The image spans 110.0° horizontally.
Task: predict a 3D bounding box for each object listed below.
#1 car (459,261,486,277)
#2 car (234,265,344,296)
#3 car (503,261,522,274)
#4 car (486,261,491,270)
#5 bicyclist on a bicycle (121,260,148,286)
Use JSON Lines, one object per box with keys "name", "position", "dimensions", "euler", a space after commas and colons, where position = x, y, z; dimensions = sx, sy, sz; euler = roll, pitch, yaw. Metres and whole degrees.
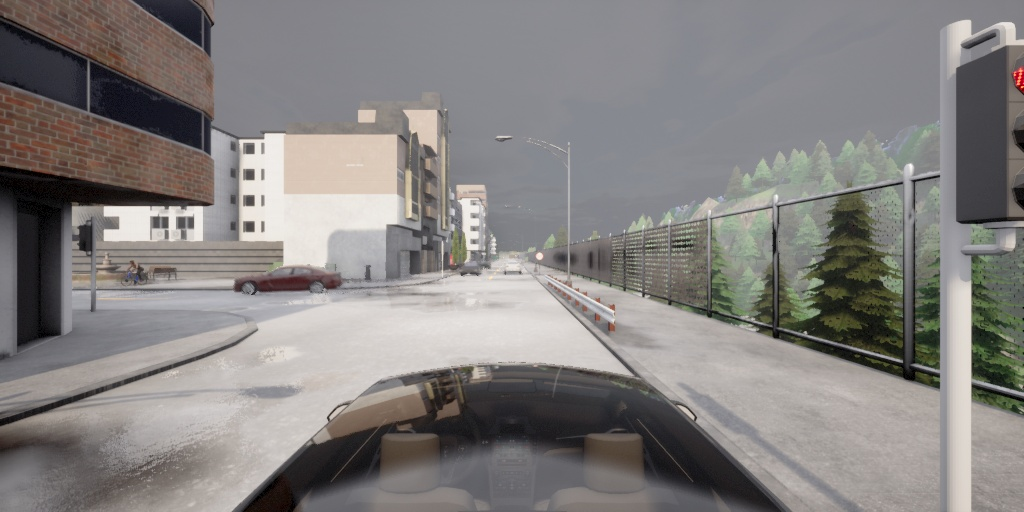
{"name": "car", "position": [-4.099, 1.297, 36.410], "dimensions": [2.033, 1.411, 5.357], "euler": [0, 0, 0]}
{"name": "car", "position": [-11.706, 1.228, 19.056], "dimensions": [5.008, 1.535, 1.882], "euler": [0, 1, -14]}
{"name": "car", "position": [0.086, 1.275, 41.775], "dimensions": [1.812, 1.442, 4.674], "euler": [0, 0, 0]}
{"name": "car", "position": [-4.095, 1.351, 53.106], "dimensions": [1.895, 1.301, 4.718], "euler": [0, 0, 0]}
{"name": "bicyclist on a bicycle", "position": [-24.284, 1.099, 23.067], "dimensions": [0.582, 1.620, 1.656], "euler": [0, 0, 0]}
